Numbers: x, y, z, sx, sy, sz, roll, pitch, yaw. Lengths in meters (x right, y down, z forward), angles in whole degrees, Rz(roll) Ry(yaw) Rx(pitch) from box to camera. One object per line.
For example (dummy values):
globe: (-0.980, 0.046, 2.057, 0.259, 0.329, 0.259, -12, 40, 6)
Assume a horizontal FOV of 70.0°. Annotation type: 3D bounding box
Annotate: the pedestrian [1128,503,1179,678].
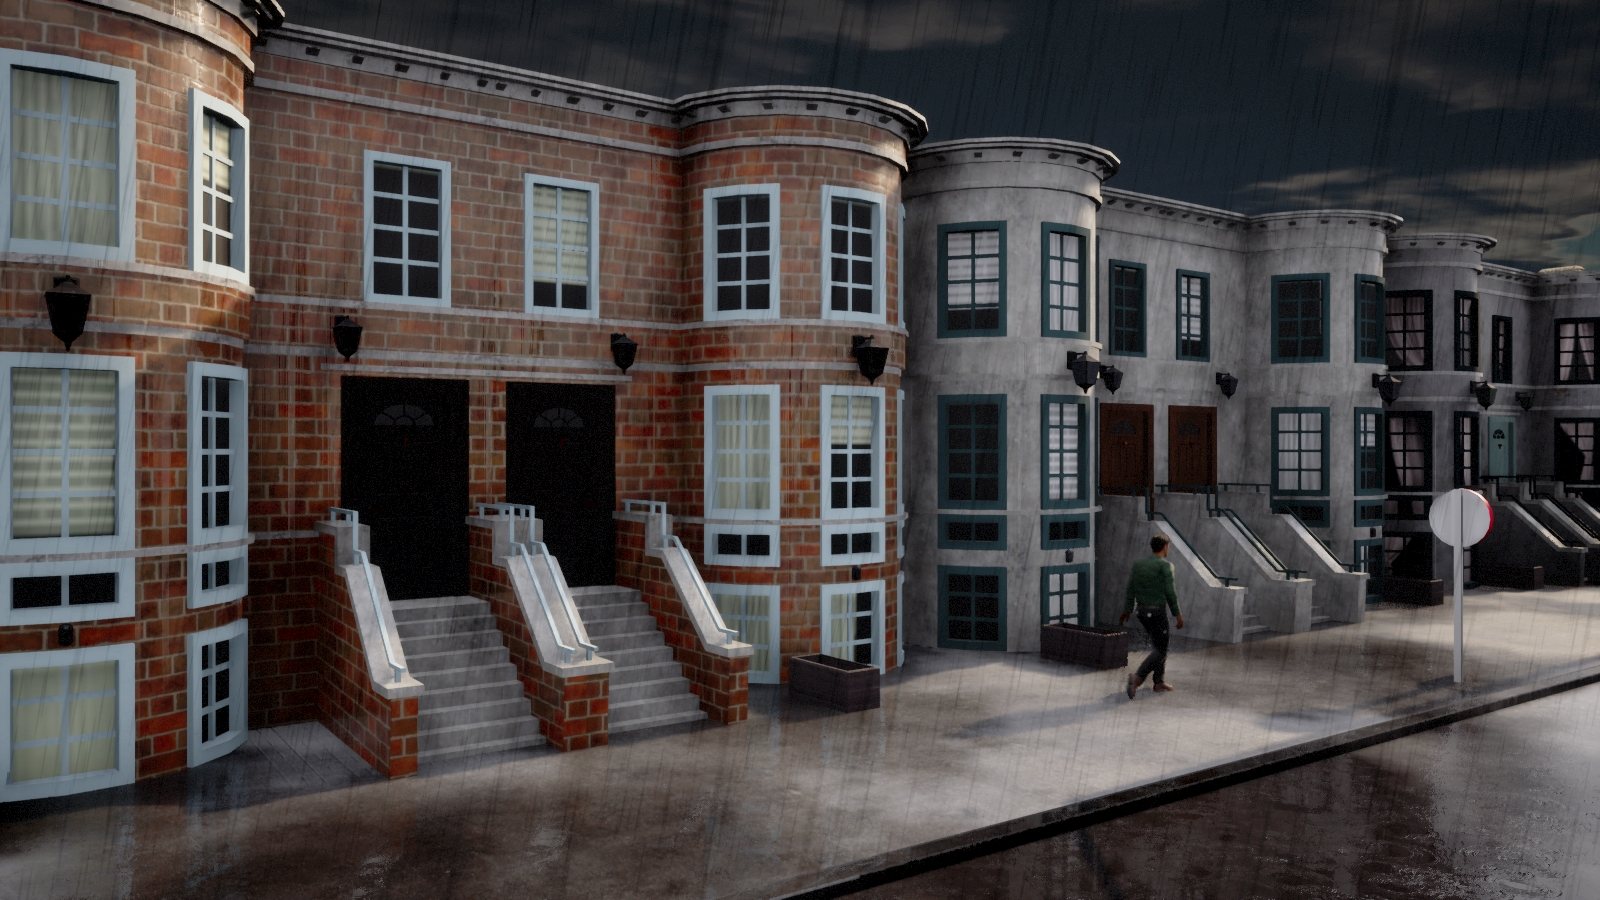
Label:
pedestrian: (3.890, 1.524, 12.570, 0.375, 1.860, 0.375, 0, 0, -27)
